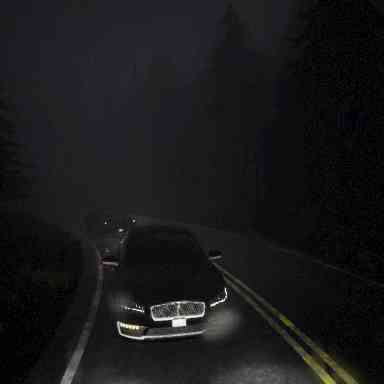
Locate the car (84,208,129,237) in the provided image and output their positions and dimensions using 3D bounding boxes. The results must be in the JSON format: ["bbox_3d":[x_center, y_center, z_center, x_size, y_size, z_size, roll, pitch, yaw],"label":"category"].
[{"bbox_3d":[-4.640,1.612,18.560,1.895,1.301,4.718,-3,1,-29],"label":"car"}]

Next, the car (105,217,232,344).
[{"bbox_3d":[-0.647,1.495,6.820,1.837,1.490,4.892,-1,0,-11],"label":"car"}]
